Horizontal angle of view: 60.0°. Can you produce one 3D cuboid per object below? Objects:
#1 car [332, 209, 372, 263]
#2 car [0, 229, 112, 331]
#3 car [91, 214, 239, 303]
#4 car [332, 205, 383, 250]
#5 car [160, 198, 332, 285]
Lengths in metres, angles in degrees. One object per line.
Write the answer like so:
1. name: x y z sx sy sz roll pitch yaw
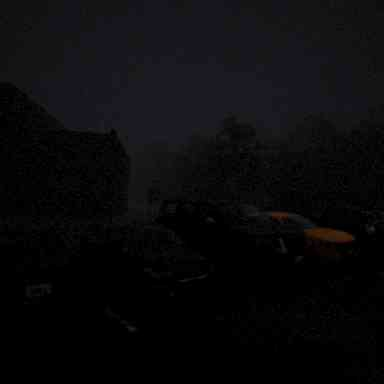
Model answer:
1. car: 3.174 1.460 11.717 2.097 1.535 5.008 0 0 -36
2. car: -3.648 1.514 6.880 2.163 1.488 4.792 0 0 -36
3. car: -1.372 1.487 8.476 2.231 1.521 4.892 0 0 -36
4. car: 5.456 1.307 13.301 2.185 1.767 4.553 -1 0 -36
5. car: 0.918 1.227 10.067 2.435 2.045 5.566 0 0 -35
